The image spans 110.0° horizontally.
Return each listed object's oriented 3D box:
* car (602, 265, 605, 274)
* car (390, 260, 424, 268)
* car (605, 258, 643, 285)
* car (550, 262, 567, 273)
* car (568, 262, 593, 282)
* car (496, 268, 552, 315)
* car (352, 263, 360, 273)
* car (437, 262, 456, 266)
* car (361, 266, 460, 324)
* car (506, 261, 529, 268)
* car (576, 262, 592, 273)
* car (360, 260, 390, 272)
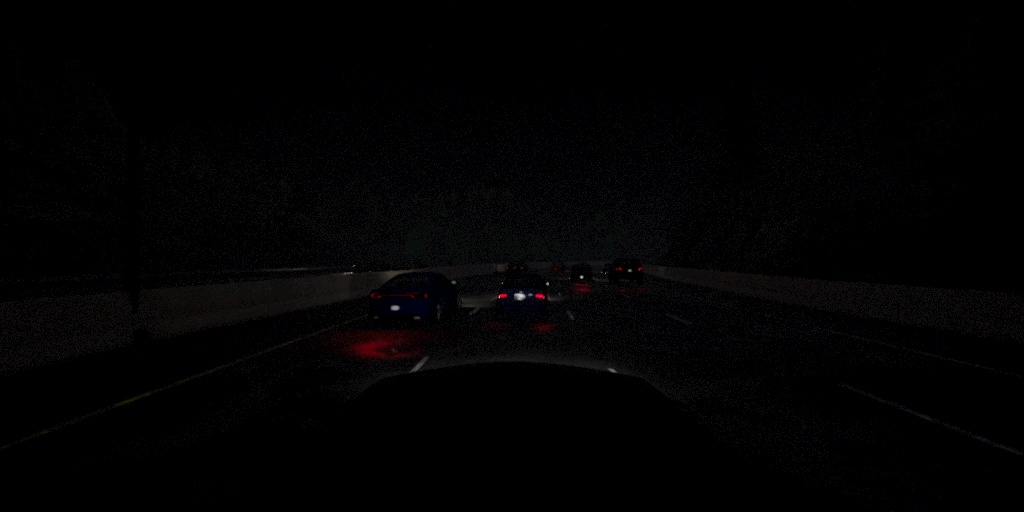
[{"bbox_3d":[13.544,1.696,49.539,1.994,1.385,4.181,0,0,15],"label":"car"},{"bbox_3d":[-12.883,1.307,45.145,2.097,1.767,4.553,0,0,13],"label":"car"},{"bbox_3d":[9.252,1.203,29.483,2.150,2.045,5.566,0,0,9],"label":"car"},{"bbox_3d":[6.626,1.580,51.001,1.882,1.535,5.008,0,0,15],"label":"car"},{"bbox_3d":[6.128,1.484,31.891,1.837,1.490,4.892,0,0,9],"label":"car"},{"bbox_3d":[0.485,1.380,14.152,2.033,1.411,5.357,0,0,4],"label":"car"},{"bbox_3d":[-19.368,1.289,48.179,2.097,1.767,4.553,0,0,13],"label":"car"},{"bbox_3d":[-8.818,1.516,47.284,1.812,1.442,4.674,0,-1,13],"label":"car"},{"bbox_3d":[-3.068,1.278,12.312,1.882,1.535,5.008,0,0,3],"label":"car"},{"bbox_3d":[0.723,1.356,41.020,2.097,1.767,4.553,0,0,12],"label":"car"},{"bbox_3d":[10.277,1.601,51.106,1.882,1.535,5.008,0,0,15],"label":"car"},{"bbox_3d":[-16.397,1.484,45.579,2.033,1.411,5.357,0,0,12],"label":"car"}]
